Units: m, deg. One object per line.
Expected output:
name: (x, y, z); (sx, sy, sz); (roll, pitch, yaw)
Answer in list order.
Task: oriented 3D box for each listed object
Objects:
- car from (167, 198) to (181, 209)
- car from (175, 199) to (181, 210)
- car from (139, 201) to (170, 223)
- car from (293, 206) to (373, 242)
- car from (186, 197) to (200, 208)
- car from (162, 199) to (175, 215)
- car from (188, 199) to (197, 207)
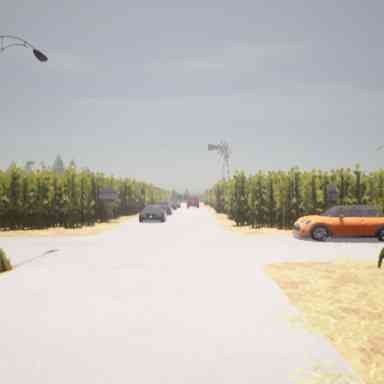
car: (-3.072, 1.957, 58.096); (2.097, 1.767, 4.553); (0, -1, 1)
car: (-3.126, 1.797, 46.642); (2.128, 1.511, 4.902); (0, -1, 0)
car: (-3.162, 1.740, 27.512); (1.994, 1.385, 4.181); (0, -1, 0)
car: (7.382, 1.455, 16.328); (4.553, 1.767, 2.097); (0, -1, 3)
car: (0.177, 1.839, 58.713); (2.150, 2.045, 5.566); (0, -1, 0)
car: (-3.147, 1.711, 36.379); (1.837, 1.490, 4.892); (0, 0, 0)
car: (0.090, 2.290, 69.261); (1.882, 1.535, 5.008); (0, -1, 0)
